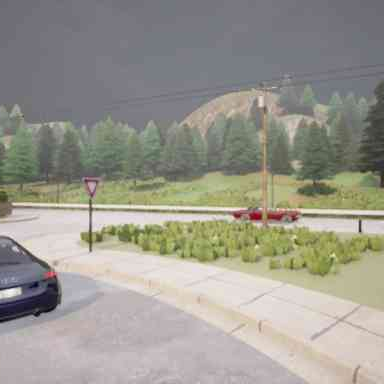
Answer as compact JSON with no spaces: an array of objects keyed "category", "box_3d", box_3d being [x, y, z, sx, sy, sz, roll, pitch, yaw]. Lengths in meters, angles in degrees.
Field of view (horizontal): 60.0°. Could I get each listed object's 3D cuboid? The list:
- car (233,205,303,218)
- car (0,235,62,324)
[{"category":"car","box_3d":[5.413,1.569,23.866,4.718,1.301,1.895,0,0,27]},{"category":"car","box_3d":[-4.329,1.552,6.567,4.181,1.385,1.994,0,0,42]}]
